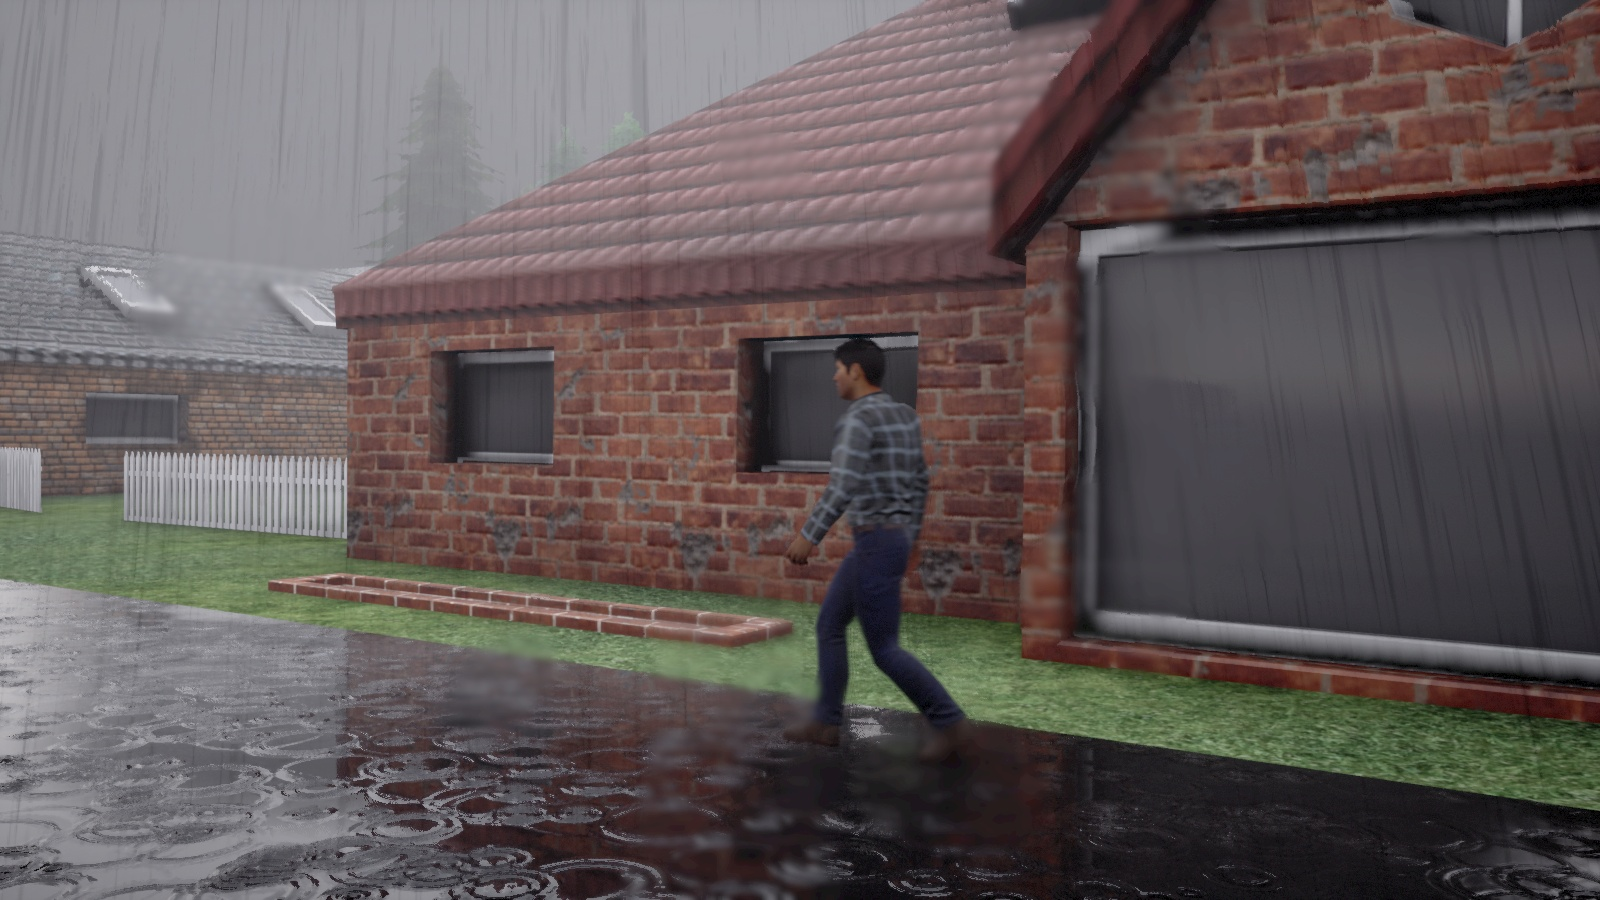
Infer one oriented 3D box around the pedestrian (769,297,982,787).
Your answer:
[{"bbox_3d":[0.323,0.365,5.341,0.788,1.949,0.423,0,1,25],"label":"pedestrian"}]
